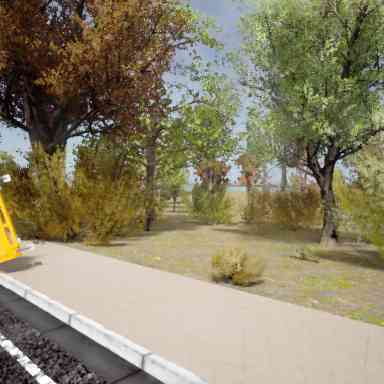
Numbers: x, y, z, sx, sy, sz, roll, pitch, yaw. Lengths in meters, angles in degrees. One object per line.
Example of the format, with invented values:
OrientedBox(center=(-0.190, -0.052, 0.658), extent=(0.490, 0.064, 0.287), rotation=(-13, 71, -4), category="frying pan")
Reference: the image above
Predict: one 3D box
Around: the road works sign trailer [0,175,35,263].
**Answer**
OrientedBox(center=(-5.845, 0.919, 7.226), extent=(2.880, 2.380, 3.560), rotation=(-20, -2, -6), category="road works sign trailer")
